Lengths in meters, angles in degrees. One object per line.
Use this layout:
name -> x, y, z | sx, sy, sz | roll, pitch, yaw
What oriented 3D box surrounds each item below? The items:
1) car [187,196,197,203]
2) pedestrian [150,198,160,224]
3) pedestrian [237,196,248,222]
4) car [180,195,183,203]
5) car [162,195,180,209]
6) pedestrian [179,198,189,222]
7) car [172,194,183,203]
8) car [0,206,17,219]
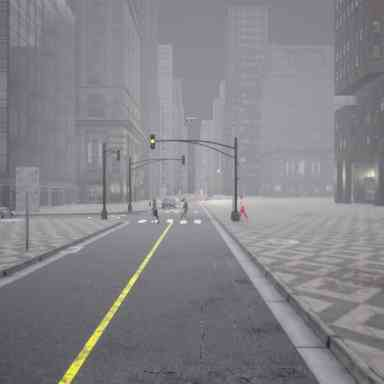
car -> -0.004, 1.517, 69.632 | 1.882, 1.535, 5.008 | 0, 0, 0
pedestrian -> -2.581, 1.303, 23.175 | 0.375, 1.860, 0.375 | 0, 0, 0
pedestrian -> 3.592, 1.150, 23.775 | 0.375, 1.860, 0.375 | 0, 0, 0
car -> -3.081, 1.553, 58.093 | 1.812, 1.442, 4.674 | 0, 0, 0
car -> -3.095, 1.523, 45.967 | 1.837, 1.490, 4.892 | 0, 0, 0
pedestrian -> -0.582, 1.303, 24.403 | 0.375, 1.860, 0.375 | 0, 0, 0
car -> -3.004, 1.394, 70.429 | 2.097, 1.767, 4.553 | 0, 0, 0
car -> -18.384, 1.758, 29.955 | 4.902, 1.511, 2.128 | -1, 0, 0
